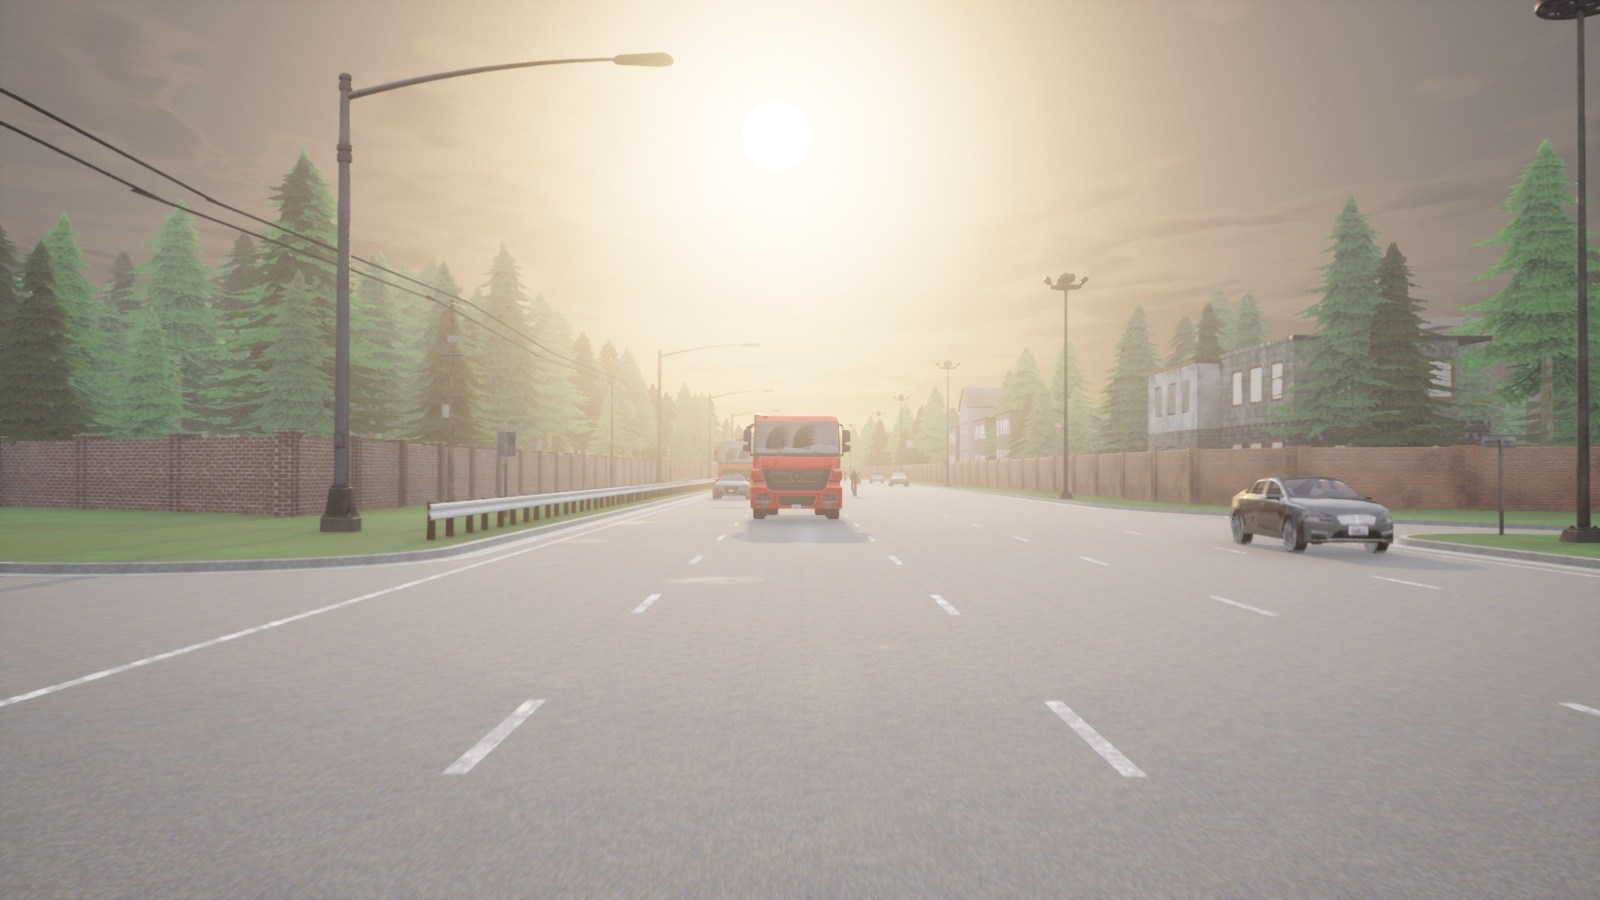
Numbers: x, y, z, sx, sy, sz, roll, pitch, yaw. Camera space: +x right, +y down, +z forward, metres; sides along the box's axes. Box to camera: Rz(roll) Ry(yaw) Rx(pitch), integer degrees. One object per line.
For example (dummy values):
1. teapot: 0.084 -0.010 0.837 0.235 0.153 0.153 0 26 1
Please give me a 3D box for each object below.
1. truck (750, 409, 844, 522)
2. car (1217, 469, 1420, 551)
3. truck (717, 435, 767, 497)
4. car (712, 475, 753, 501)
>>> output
1. truck: -0.110 0.549 42.741 2.891 3.462 7.936 0 -1 0
2. car: 10.436 1.160 25.758 2.128 1.511 4.902 0 -1 0
3. truck: -3.707 1.035 81.862 2.891 3.827 8.468 0 -1 0
4. car: -3.671 2.048 68.996 1.994 1.385 4.181 0 -1 0
